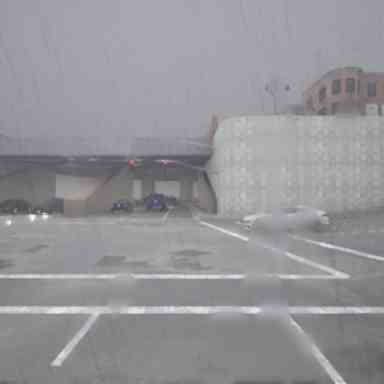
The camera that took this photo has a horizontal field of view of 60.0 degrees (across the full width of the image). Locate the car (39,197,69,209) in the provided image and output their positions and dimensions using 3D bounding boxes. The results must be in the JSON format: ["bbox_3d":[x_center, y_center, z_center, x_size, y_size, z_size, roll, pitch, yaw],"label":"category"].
[{"bbox_3d":[-18.710,1.466,45.376,2.128,1.511,4.902,0,0,-1],"label":"car"}]

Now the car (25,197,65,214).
[{"bbox_3d":[-14.917,1.528,34.848,2.033,1.411,5.357,0,0,-2],"label":"car"}]

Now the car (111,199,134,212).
[{"bbox_3d":[-7.816,1.527,37.593,2.033,1.411,5.357,0,0,-1],"label":"car"}]

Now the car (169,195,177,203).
[{"bbox_3d":[-4.473,1.455,68.377,2.128,1.511,4.902,0,0,11],"label":"car"}]

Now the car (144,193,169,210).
[{"bbox_3d":[-4.449,1.198,42.795,2.150,2.045,5.566,0,0,-2],"label":"car"}]

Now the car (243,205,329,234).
[{"bbox_3d":[5.212,1.468,18.704,4.674,1.442,1.812,-2,1,2],"label":"car"}]

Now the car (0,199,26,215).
[{"bbox_3d":[-18.405,1.459,34.435,1.882,1.535,5.008,0,0,-2],"label":"car"}]
